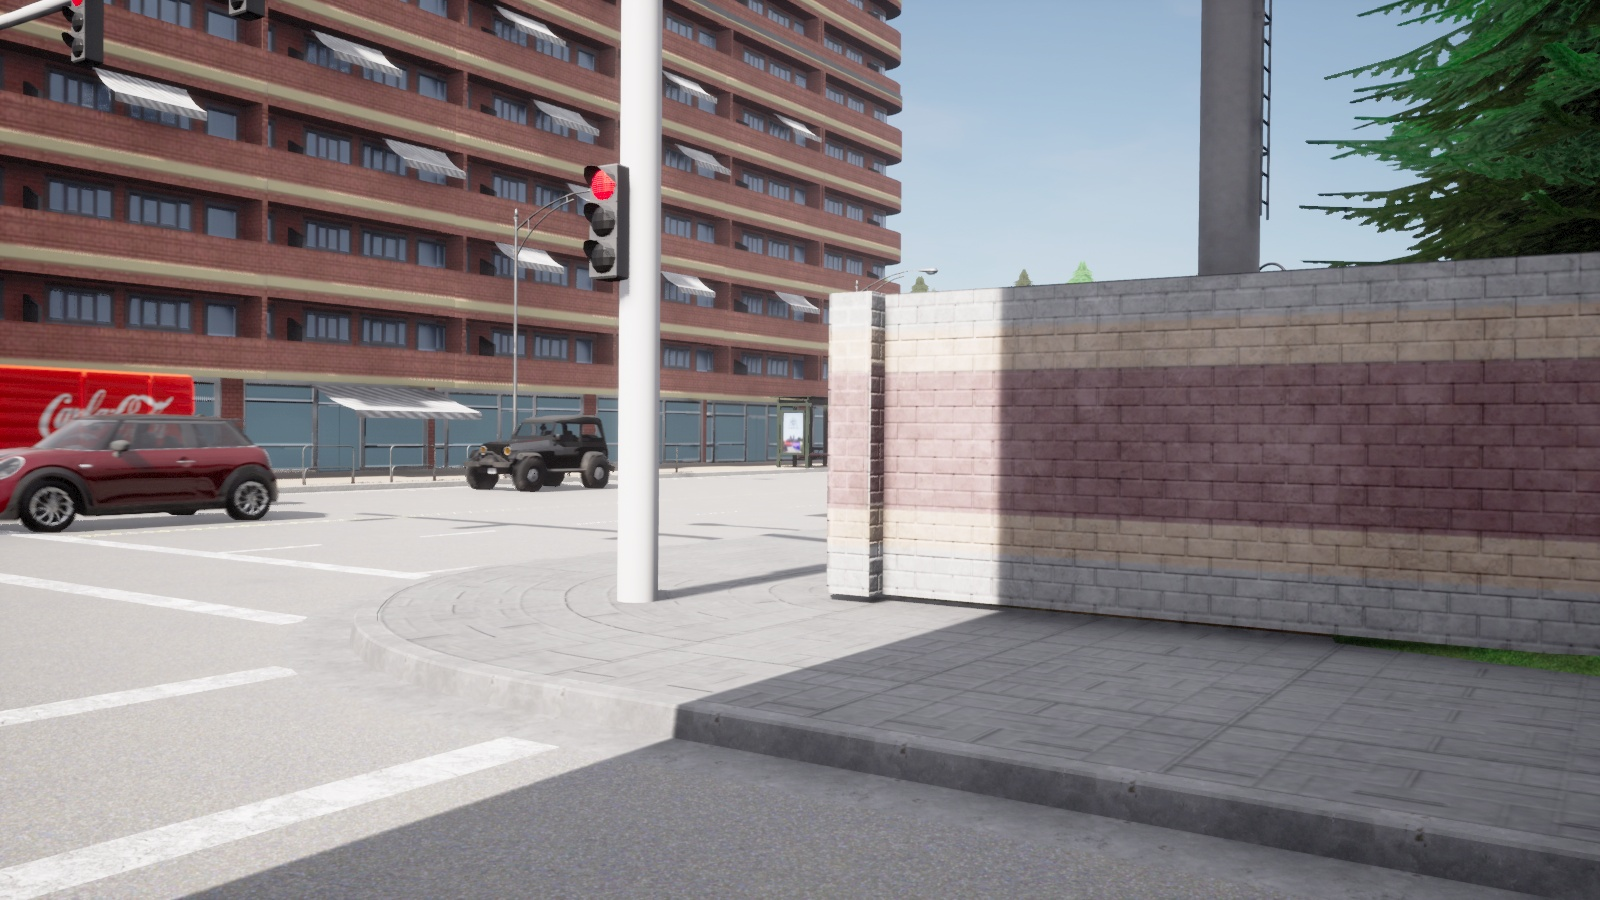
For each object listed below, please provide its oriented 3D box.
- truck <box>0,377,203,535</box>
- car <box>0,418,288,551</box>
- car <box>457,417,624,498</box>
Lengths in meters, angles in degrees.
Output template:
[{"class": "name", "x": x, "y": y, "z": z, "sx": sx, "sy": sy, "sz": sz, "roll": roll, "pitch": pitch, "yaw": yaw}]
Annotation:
[{"class": "truck", "x": -13.220, "y": 0.078, "z": 20.996, "sx": 2.627, "sy": 2.467, "sz": 5.204, "roll": 0, "pitch": 1, "yaw": 33}, {"class": "car", "x": -10.394, "y": 0.426, "z": 18.913, "sx": 2.097, "sy": 1.767, "sz": 4.553, "roll": 0, "pitch": 1, "yaw": 33}, {"class": "car", "x": -6.414, "y": 0.158, "z": 31.378, "sx": 1.905, "sy": 1.878, "sz": 3.866, "roll": 0, "pitch": 1, "yaw": 33}]
